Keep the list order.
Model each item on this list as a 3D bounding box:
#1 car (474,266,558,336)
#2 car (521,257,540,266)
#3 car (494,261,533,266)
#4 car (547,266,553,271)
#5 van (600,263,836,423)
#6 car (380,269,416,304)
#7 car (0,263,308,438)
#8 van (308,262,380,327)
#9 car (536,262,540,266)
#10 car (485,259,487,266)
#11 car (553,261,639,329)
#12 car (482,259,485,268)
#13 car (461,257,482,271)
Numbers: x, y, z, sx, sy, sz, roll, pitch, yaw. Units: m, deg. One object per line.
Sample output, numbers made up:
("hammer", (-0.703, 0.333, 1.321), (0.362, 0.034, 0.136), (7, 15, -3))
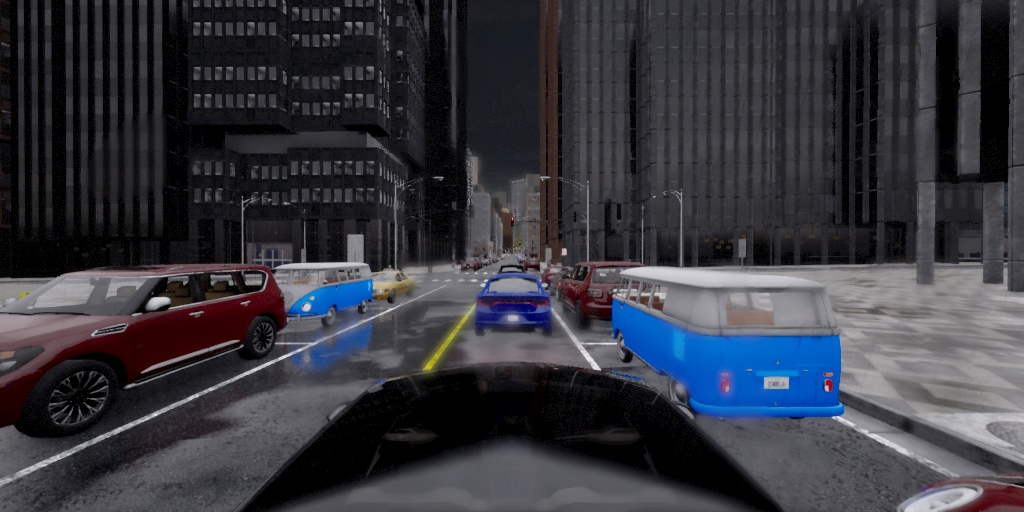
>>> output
("car", (0.060, 1.228, 10.412), (1.882, 1.535, 5.008), (0, 0, 1))
("car", (2.770, 1.084, 49.214), (2.192, 1.841, 5.009), (0, 0, 0))
("car", (0.004, 1.257, 20.783), (1.837, 1.490, 4.892), (0, 0, 0))
("car", (2.766, 1.301, 16.649), (2.007, 1.370, 4.403), (0, 0, 0))
("van", (2.767, 1.091, 5.598), (1.690, 1.789, 3.998), (0, 0, 0))
("car", (-5.761, 1.276, 16.491), (1.751, 1.417, 4.829), (0, 0, 0))
("car", (-5.765, 1.064, 5.612), (2.192, 1.841, 5.009), (0, 0, 0))
("van", (-5.763, 1.090, 11.137), (1.690, 1.789, 3.998), (0, 0, 0))
("car", (2.766, 1.297, 22.174), (1.888, 1.381, 4.507), (0, 0, 0))
("car", (-5.753, 1.348, 60.511), (1.948, 1.339, 4.313), (0, 0, 0))
("car", (2.767, 1.064, 11.123), (2.192, 1.841, 5.009), (0, 0, 0))
("car", (-5.754, 1.090, 54.869), (2.192, 1.841, 5.009), (0, 0, 0))
("car", (-5.755, 1.084, 49.225), (2.192, 1.841, 5.009), (0, 0, 0))
